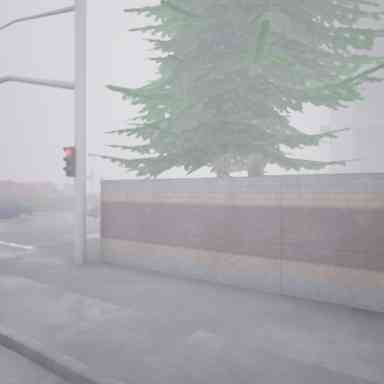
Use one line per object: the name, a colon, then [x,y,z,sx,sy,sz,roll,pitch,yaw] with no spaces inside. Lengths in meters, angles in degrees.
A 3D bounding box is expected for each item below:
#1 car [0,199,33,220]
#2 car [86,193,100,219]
car: [-14.025,1.314,23.753,1.882,1.535,5.008,0,1,35]
car: [-7.299,1.202,27.238,2.097,1.767,4.553,0,0,35]
